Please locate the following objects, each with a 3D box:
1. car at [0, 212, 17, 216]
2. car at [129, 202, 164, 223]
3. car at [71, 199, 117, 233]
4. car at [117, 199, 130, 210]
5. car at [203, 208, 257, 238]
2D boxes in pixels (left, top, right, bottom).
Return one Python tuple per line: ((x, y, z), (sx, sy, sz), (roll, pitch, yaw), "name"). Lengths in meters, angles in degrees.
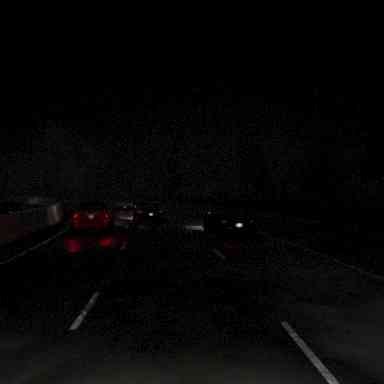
((-15.034, 1.440, 27.111), (1.837, 1.490, 4.892), (0, 0, -17), "car")
((-3.317, 1.479, 24.759), (1.994, 1.385, 4.181), (0, 0, -15), "car")
((-5.634, 1.293, 19.283), (2.097, 1.767, 4.553), (0, 0, -11), "car")
((-8.586, 1.472, 40.381), (1.895, 1.301, 4.718), (0, 0, -23), "car")
((1.845, 1.495, 17.272), (1.994, 1.385, 4.181), (0, 0, -9), "car")
